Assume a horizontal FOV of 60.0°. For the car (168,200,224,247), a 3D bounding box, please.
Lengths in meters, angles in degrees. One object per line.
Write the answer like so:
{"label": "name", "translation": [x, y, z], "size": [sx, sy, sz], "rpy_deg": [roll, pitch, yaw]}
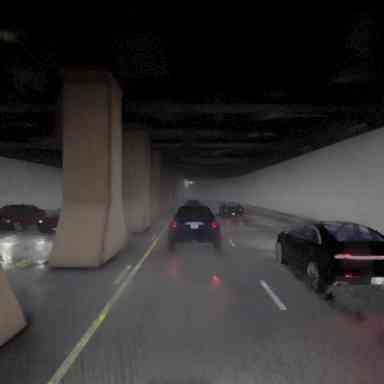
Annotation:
{"label": "car", "translation": [0.098, 1.355, 15.073], "size": [2.097, 1.767, 4.553], "rpy_deg": [0, 0, 0]}

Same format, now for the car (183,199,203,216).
{"label": "car", "translation": [0.085, 1.531, 33.760], "size": [1.812, 1.442, 4.674], "rpy_deg": [0, 0, 0]}

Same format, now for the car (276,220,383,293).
{"label": "car", "translation": [3.600, 1.493, 8.825], "size": [2.128, 1.511, 4.902], "rpy_deg": [0, 0, 0]}

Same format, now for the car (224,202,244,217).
{"label": "car", "translation": [3.599, 1.606, 31.190], "size": [1.895, 1.301, 4.718], "rpy_deg": [0, 0, 0]}

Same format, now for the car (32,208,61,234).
{"label": "car", "translation": [-7.101, 1.604, 19.327], "size": [1.895, 1.301, 4.718], "rpy_deg": [0, 0, 0]}

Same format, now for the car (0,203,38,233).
{"label": "car", "translation": [-10.601, 1.482, 20.065], "size": [1.882, 1.535, 5.008], "rpy_deg": [0, 0, 0]}
